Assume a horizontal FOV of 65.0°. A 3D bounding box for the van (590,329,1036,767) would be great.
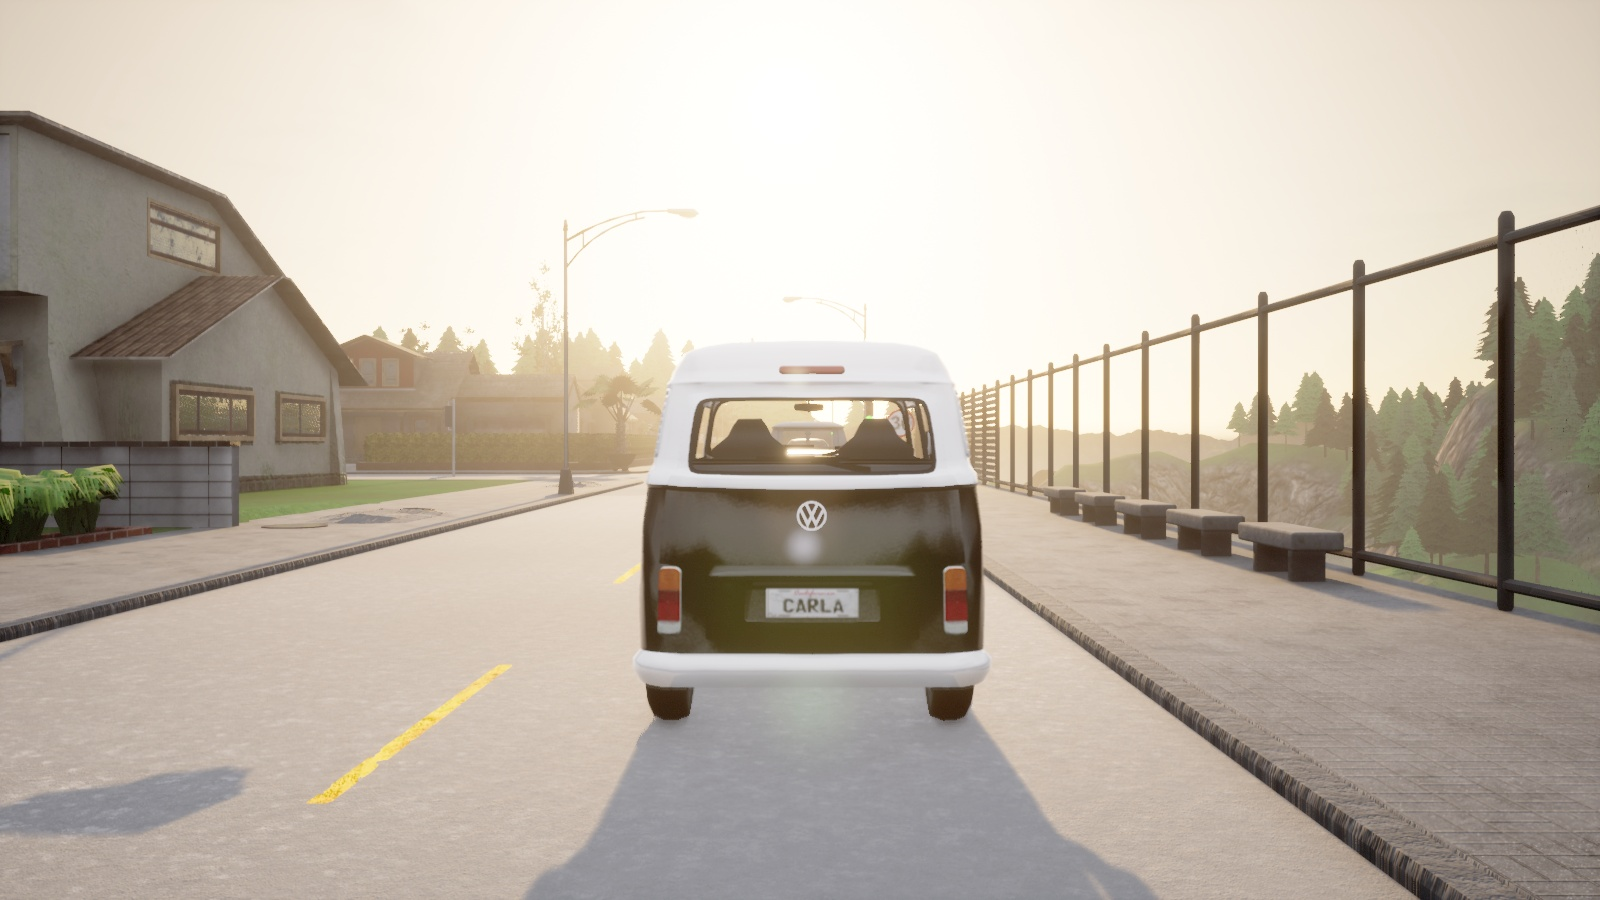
[{"bbox_3d":[0.064,0.428,8.079,2.069,2.038,4.480,0,1,0],"label":"van"}]
